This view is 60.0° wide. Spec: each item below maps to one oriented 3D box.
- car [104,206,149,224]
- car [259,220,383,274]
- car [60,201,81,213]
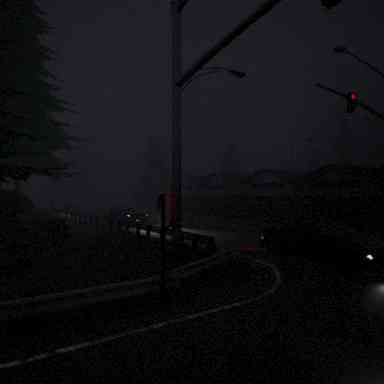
[{"bbox_3d":[-5.199,1.793,26.119,1.895,1.301,4.718,0,0,-35],"label":"car"},{"bbox_3d":[4.374,1.669,11.262,2.033,1.411,5.357,0,-2,-21],"label":"car"},{"bbox_3d":[-14.773,1.789,40.151,1.895,1.301,4.718,0,0,-27],"label":"car"}]
